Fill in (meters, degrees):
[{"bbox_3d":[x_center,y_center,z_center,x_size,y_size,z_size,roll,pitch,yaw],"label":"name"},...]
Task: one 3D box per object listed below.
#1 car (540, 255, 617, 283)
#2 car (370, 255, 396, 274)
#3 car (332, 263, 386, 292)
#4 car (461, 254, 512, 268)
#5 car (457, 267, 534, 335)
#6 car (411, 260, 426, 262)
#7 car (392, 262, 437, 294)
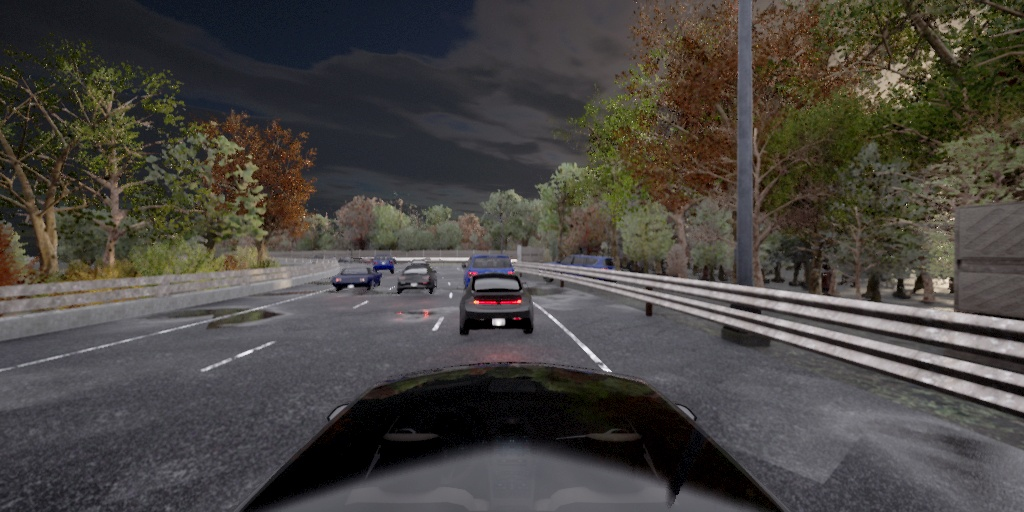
[{"bbox_3d":[4.603,0.954,25.227,5.566,2.045,2.150,5,1,40],"label":"car"},{"bbox_3d":[-14.325,0.880,39.699,2.150,2.045,5.566,0,0,-21],"label":"car"},{"bbox_3d":[-8.975,1.304,21.221,1.895,1.301,4.718,0,0,-11],"label":"car"},{"bbox_3d":[-1.177,0.934,17.132,2.150,2.045,5.566,0,0,-9],"label":"car"},{"bbox_3d":[-0.526,1.234,10.460,1.837,1.490,4.892,0,0,-5],"label":"car"},{"bbox_3d":[-9.891,1.141,37.720,1.882,1.535,5.008,0,0,-19],"label":"car"},{"bbox_3d":[-5.189,1.232,19.904,1.812,1.442,4.674,0,0,-9],"label":"car"}]
